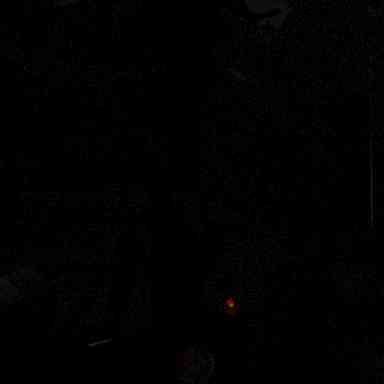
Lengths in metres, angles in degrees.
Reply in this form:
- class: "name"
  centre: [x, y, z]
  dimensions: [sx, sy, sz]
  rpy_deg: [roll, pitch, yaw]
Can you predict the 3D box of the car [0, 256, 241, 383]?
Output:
- class: "car"
  centre: [-1.535, 1.518, 3.512]
  dimensions: [4.674, 1.442, 1.812]
  rpy_deg: [-1, 0, -35]
